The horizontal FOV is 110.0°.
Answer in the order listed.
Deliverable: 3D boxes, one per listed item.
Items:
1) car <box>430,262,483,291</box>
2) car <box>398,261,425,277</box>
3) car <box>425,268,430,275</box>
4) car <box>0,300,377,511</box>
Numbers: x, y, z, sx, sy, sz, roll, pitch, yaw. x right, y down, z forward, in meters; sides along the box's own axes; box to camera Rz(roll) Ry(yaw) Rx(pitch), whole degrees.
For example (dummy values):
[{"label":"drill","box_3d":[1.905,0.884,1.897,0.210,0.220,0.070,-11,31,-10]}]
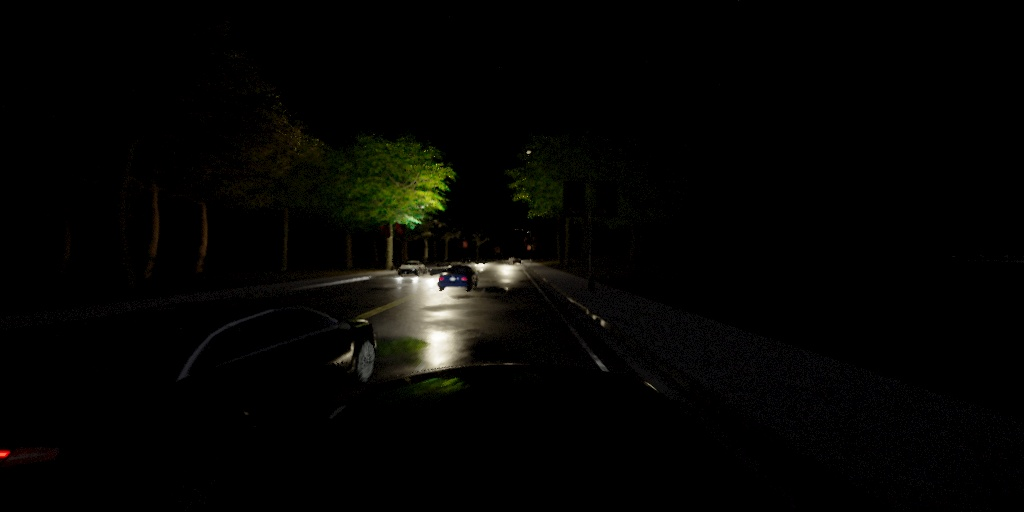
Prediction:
[{"label":"car","box_3d":[-3.152,1.271,21.519,2.033,1.411,5.357,0,0,0]},{"label":"car","box_3d":[-9.846,1.227,35.555,1.812,1.442,4.674,0,0,0]},{"label":"car","box_3d":[-6.597,1.304,34.480,1.895,1.301,4.718,0,0,0]},{"label":"car","box_3d":[-3.150,1.239,4.055,2.128,1.511,4.902,0,0,0]}]
